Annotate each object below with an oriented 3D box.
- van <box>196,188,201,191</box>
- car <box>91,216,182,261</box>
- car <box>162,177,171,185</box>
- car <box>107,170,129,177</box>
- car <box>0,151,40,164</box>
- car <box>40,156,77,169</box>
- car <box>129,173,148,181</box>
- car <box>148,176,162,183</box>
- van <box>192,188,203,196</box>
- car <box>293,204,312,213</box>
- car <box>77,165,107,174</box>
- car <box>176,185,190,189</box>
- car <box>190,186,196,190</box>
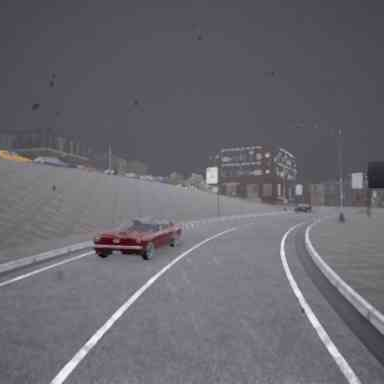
[{"bbox_3d":[0.257,-0.339,86.253,1.878,1.987,4.442,0,-4,15],"label":"van"},{"bbox_3d":[-1.862,1.639,12.689,1.895,1.301,4.718,0,-1,14],"label":"car"},{"bbox_3d":[-6.046,-1.883,64.961,2.435,2.045,5.566,-1,-3,19],"label":"car"},{"bbox_3d":[-11.912,-2.486,49.371,2.002,1.452,4.674,-1,-3,23],"label":"car"},{"bbox_3d":[-18.795,-3.346,34.103,2.097,1.535,5.008,-1,-3,27],"label":"car"},{"bbox_3d":[-16.416,-3.203,39.088,2.185,1.767,4.553,-1,-3,26],"label":"car"},{"bbox_3d":[-9.896,-2.255,54.399,2.231,1.521,4.892,-1,-3,22],"label":"car"},{"bbox_3d":[-7.919,-2.080,59.675,2.185,1.767,4.553,-1,-3,20],"label":"car"},{"bbox_3d":[1.555,0.095,91.620,1.878,1.987,4.442,0,-5,14],"label":"van"},{"bbox_3d":[16.953,2.459,50.616,2.033,1.411,5.357,-1,-2,31],"label":"car"},{"bbox_3d":[-14.073,-2.768,44.300,2.163,1.488,4.792,-1,-3,24],"label":"car"},{"bbox_3d":[-2.728,-0.885,75.454,2.002,1.452,4.674,0,-4,17],"label":"car"},{"bbox_3d":[-1.214,-0.496,80.772,2.002,1.452,4.674,0,-4,16],"label":"car"}]
